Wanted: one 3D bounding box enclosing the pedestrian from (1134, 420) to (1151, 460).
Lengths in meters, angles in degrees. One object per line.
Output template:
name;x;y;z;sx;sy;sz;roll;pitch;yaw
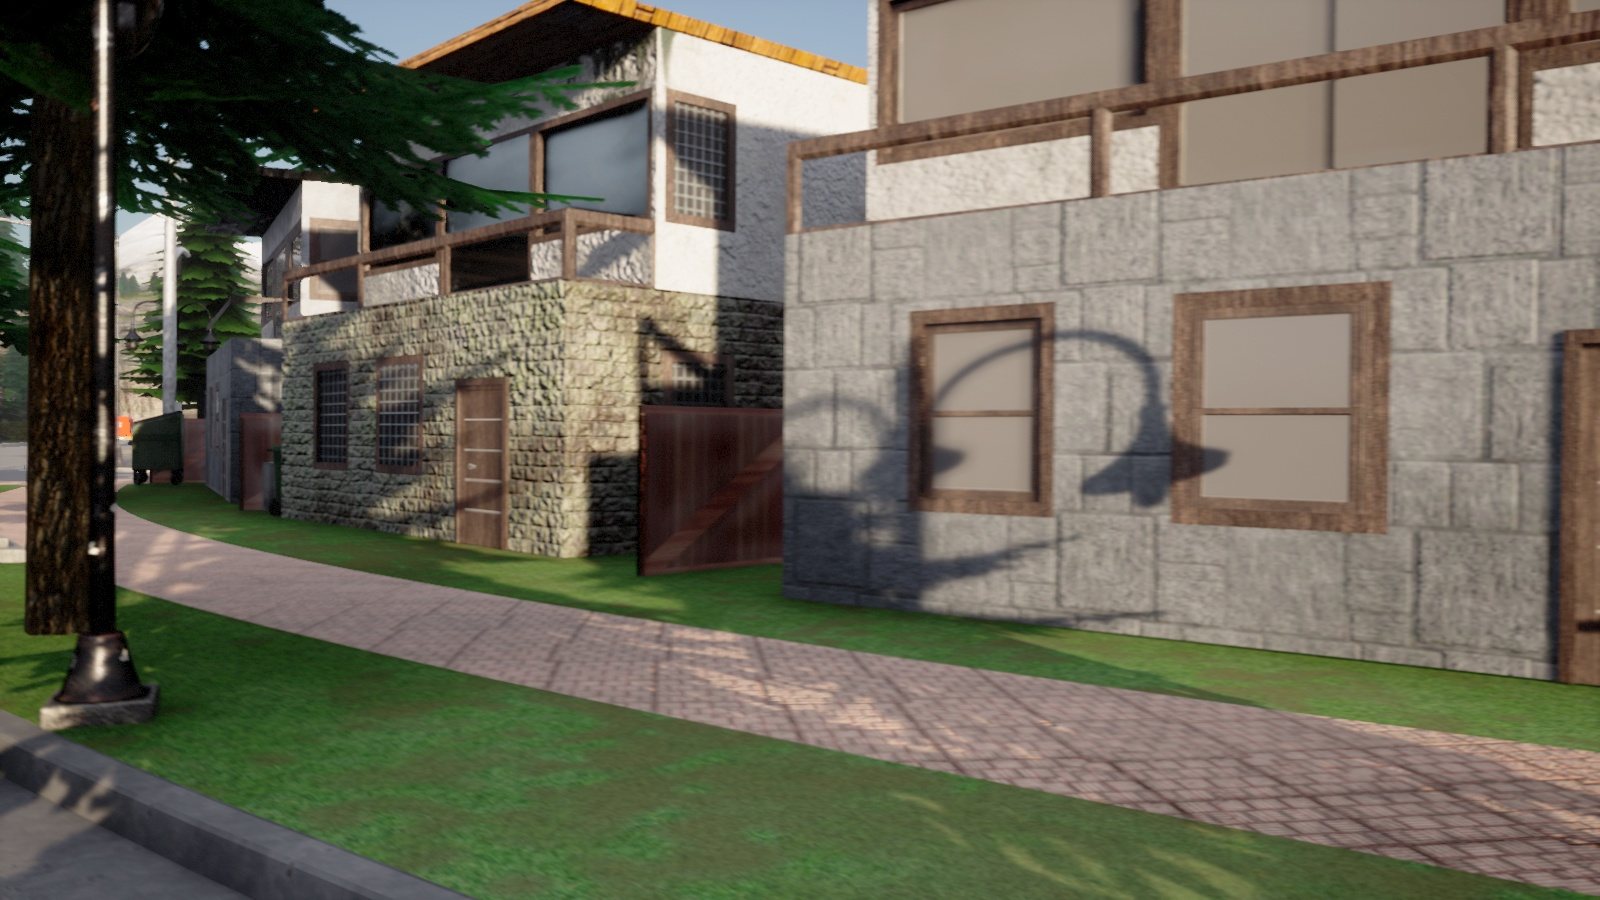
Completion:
pedestrian;15.572;-0.457;57.073;0.634;1.846;0.331;-1;1;-22
